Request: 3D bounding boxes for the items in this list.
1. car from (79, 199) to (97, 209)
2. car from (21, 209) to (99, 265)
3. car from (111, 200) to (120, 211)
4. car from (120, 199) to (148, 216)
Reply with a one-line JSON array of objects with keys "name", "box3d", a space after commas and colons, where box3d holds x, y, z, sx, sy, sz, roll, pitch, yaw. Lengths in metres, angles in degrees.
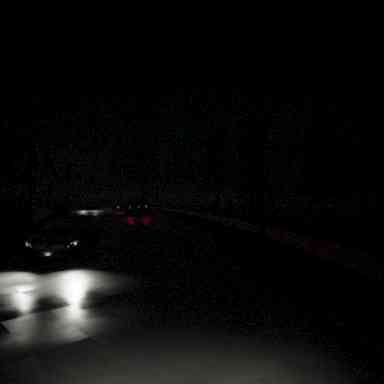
[{"name": "car", "box3d": [-14.359, 1.684, 45.944, 1.882, 1.535, 5.008, 0, 0, -25]}, {"name": "car", "box3d": [-4.579, 1.581, 12.193, 1.812, 1.442, 4.674, 0, 0, -7]}, {"name": "car", "box3d": [-9.240, 1.743, 43.635, 2.033, 1.411, 5.357, 0, 0, -24]}, {"name": "car", "box3d": [-5.884, 1.507, 34.468, 2.097, 1.767, 4.553, 0, 0, -18]}]
